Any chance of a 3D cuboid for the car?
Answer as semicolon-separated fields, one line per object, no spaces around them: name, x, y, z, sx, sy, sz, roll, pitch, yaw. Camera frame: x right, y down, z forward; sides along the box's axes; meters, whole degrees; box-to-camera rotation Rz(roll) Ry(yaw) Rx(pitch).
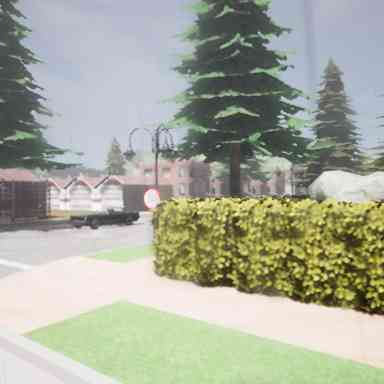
car;-5.740;1.680;22.081;1.895;1.301;4.718;0;0;35
